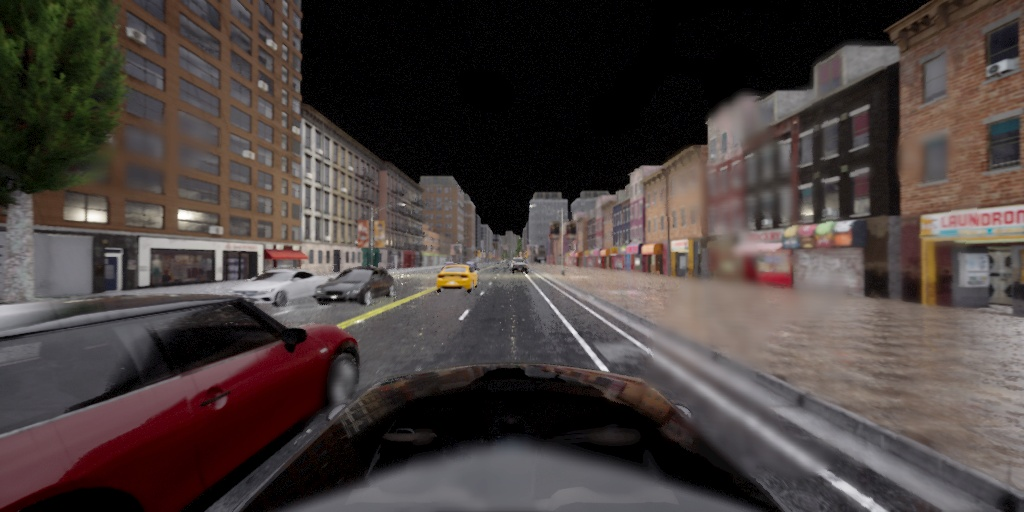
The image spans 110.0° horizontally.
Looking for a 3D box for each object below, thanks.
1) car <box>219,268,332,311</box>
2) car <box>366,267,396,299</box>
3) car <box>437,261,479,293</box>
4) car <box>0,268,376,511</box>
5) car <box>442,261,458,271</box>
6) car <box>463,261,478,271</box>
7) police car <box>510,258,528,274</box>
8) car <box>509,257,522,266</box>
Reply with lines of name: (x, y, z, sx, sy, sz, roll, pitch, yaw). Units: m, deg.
car: (-9.838, 1.295, 15.461, 1.812, 1.442, 4.674, 0, 0, 0)
car: (-6.598, 1.275, 15.720, 1.837, 1.490, 4.892, 0, 0, 0)
car: (-3.150, 1.273, 21.281, 1.882, 1.535, 5.008, 0, 0, 0)
car: (-3.151, 1.103, 3.162, 2.097, 1.767, 4.553, 0, 0, 0)
car: (-9.794, 1.557, 56.982, 1.812, 1.442, 4.674, 0, -1, 1)
car: (-6.544, 1.557, 56.981, 1.812, 1.442, 4.674, 0, -1, 1)
police car: (0.981, 1.371, 45.511, 1.930, 1.638, 5.238, 0, 0, 0)
car: (0.983, 1.243, 55.434, 2.150, 2.045, 5.566, 0, 0, 0)
